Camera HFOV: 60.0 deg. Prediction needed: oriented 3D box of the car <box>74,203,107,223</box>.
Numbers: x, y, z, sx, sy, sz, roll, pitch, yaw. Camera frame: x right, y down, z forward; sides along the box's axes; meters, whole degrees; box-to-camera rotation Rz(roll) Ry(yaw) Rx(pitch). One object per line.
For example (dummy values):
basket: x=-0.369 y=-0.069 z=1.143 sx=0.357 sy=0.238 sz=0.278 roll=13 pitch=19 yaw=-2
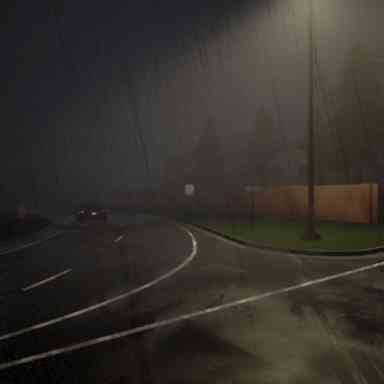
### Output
car: x=-7.862 y=1.518 z=25.630 sx=1.994 sy=1.385 sz=4.181 roll=0 pitch=0 yaw=-25
